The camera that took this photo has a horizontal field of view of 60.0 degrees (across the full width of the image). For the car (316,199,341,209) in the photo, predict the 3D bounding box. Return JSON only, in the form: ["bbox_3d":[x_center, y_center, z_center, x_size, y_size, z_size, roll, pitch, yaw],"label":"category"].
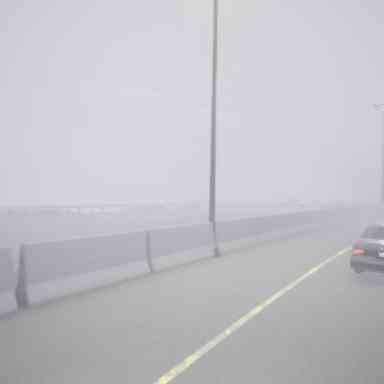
[{"bbox_3d":[19.647,1.747,46.066,5.008,1.535,1.882,1,0,-41],"label":"car"}]

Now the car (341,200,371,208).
[{"bbox_3d":[21.636,1.834,43.145,4.674,1.442,1.812,1,0,-42],"label":"car"}]

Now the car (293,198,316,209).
[{"bbox_3d":[17.434,1.705,48.763,5.008,1.535,1.882,1,0,-41],"label":"car"}]

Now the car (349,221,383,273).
[{"bbox_3d":[6.298,1.641,10.341,2.033,1.411,5.357,1,0,36],"label":"car"}]

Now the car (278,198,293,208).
[{"bbox_3d":[15.343,1.664,51.590,5.008,1.535,1.882,1,0,-41],"label":"car"}]
